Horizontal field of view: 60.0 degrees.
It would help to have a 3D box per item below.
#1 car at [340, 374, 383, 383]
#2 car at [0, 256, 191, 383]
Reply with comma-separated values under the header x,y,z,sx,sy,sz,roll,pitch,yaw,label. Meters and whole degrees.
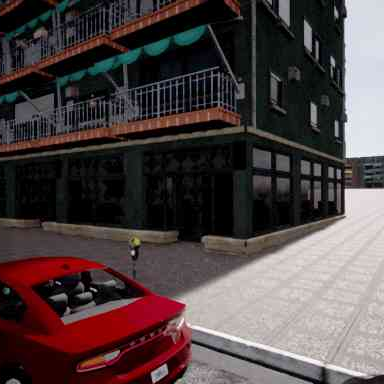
x,y,z,sx,sy,sz,roll,pitch,yaw,label
2.470,1.566,1.108,4.313,1.339,1.947,0,0,36,car
-2.111,1.545,4.392,4.507,1.381,1.887,0,0,36,car
